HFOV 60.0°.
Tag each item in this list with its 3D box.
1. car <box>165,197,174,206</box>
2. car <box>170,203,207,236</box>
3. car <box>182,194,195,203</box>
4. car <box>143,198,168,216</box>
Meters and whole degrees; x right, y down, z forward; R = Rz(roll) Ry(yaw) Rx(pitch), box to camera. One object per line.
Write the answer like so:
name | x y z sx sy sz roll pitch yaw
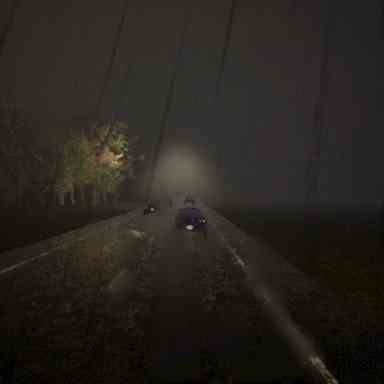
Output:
car | -3.988 1.616 52.162 1.837 1.490 4.892 0 0 -1
car | -0.141 1.570 18.545 1.812 1.442 4.674 0 0 -1
car | -0.566 1.341 59.601 2.150 2.045 5.566 0 0 -1
car | -3.796 1.640 33.690 1.994 1.385 4.181 0 0 -1
